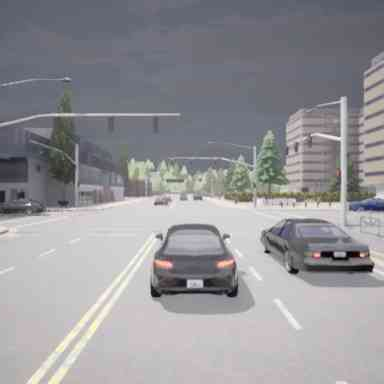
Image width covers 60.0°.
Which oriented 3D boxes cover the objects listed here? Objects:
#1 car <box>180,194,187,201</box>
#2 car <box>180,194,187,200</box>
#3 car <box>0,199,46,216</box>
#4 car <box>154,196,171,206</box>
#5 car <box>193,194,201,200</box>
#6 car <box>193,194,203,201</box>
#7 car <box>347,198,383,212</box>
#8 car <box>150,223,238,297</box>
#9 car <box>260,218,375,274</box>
[{"bbox_3d":[-1.981,1.413,78.313,2.033,1.411,5.357,0,0,-2],"label":"car"},{"bbox_3d":[-2.264,1.331,88.948,1.994,1.385,4.181,0,0,-2],"label":"car"},{"bbox_3d":[-16.221,1.457,31.067,4.892,1.490,1.837,0,-1,0],"label":"car"},{"bbox_3d":[-4.873,1.483,52.353,1.994,1.385,4.181,0,0,-1],"label":"car"},{"bbox_3d":[1.235,1.256,89.039,1.882,1.535,5.008,0,0,-2],"label":"car"},{"bbox_3d":[1.507,1.375,78.808,1.837,1.490,4.892,0,0,-2],"label":"car"},{"bbox_3d":[19.504,1.422,36.287,5.008,1.535,1.882,0,0,-2],"label":"car"},{"bbox_3d":[0.029,1.513,8.395,1.812,1.442,4.674,0,0,-1],"label":"car"},{"bbox_3d":[3.525,1.531,10.455,2.033,1.411,5.357,0,0,0],"label":"car"}]
